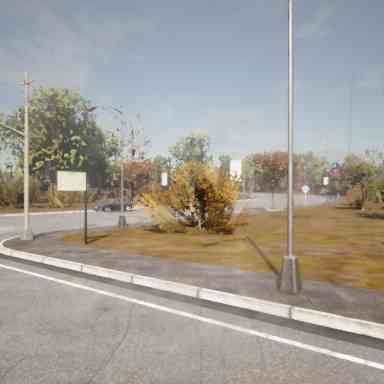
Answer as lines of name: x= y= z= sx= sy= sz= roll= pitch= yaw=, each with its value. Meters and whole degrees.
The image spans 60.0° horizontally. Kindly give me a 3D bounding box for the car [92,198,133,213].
car: x=-8.885 y=1.501 z=37.563 sx=1.837 sy=1.490 sz=4.892 roll=0 pitch=0 yaw=39
